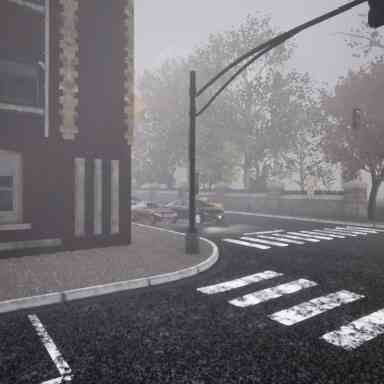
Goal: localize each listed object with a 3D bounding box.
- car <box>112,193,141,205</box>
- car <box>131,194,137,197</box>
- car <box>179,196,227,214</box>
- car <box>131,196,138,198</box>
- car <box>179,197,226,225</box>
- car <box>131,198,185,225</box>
[{"bbox_3d":[-8.693,0.864,43.860,2.008,1.369,4.403,1,0,-36],"label":"car"},{"bbox_3d":[-5.705,1.029,29.816,1.837,1.490,4.892,0,1,-36],"label":"car"},{"bbox_3d":[0.934,1.129,30.532,1.752,1.417,4.829,1,0,-36],"label":"car"},{"bbox_3d":[-5.764,1.158,25.492,1.802,1.307,4.206,2,0,-36],"label":"car"},{"bbox_3d":[0.145,1.207,21.668,1.837,1.490,4.892,0,1,-39],"label":"car"},{"bbox_3d":[-2.523,1.257,21.004,1.802,1.307,4.206,2,0,-36],"label":"car"}]
